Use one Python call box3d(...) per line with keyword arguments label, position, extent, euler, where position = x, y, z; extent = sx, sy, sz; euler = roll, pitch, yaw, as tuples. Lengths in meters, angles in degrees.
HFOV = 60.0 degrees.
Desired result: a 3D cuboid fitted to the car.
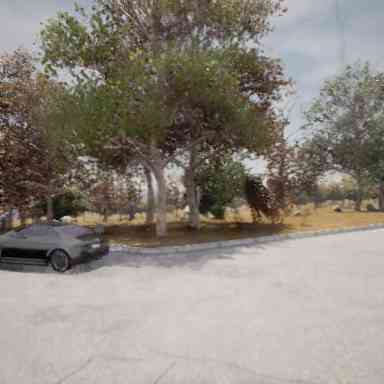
box3d(label="car", position=(-4.850, 1.674, 10.962), extent=(4.181, 1.385, 1.994), euler=(-1, 0, 19))
